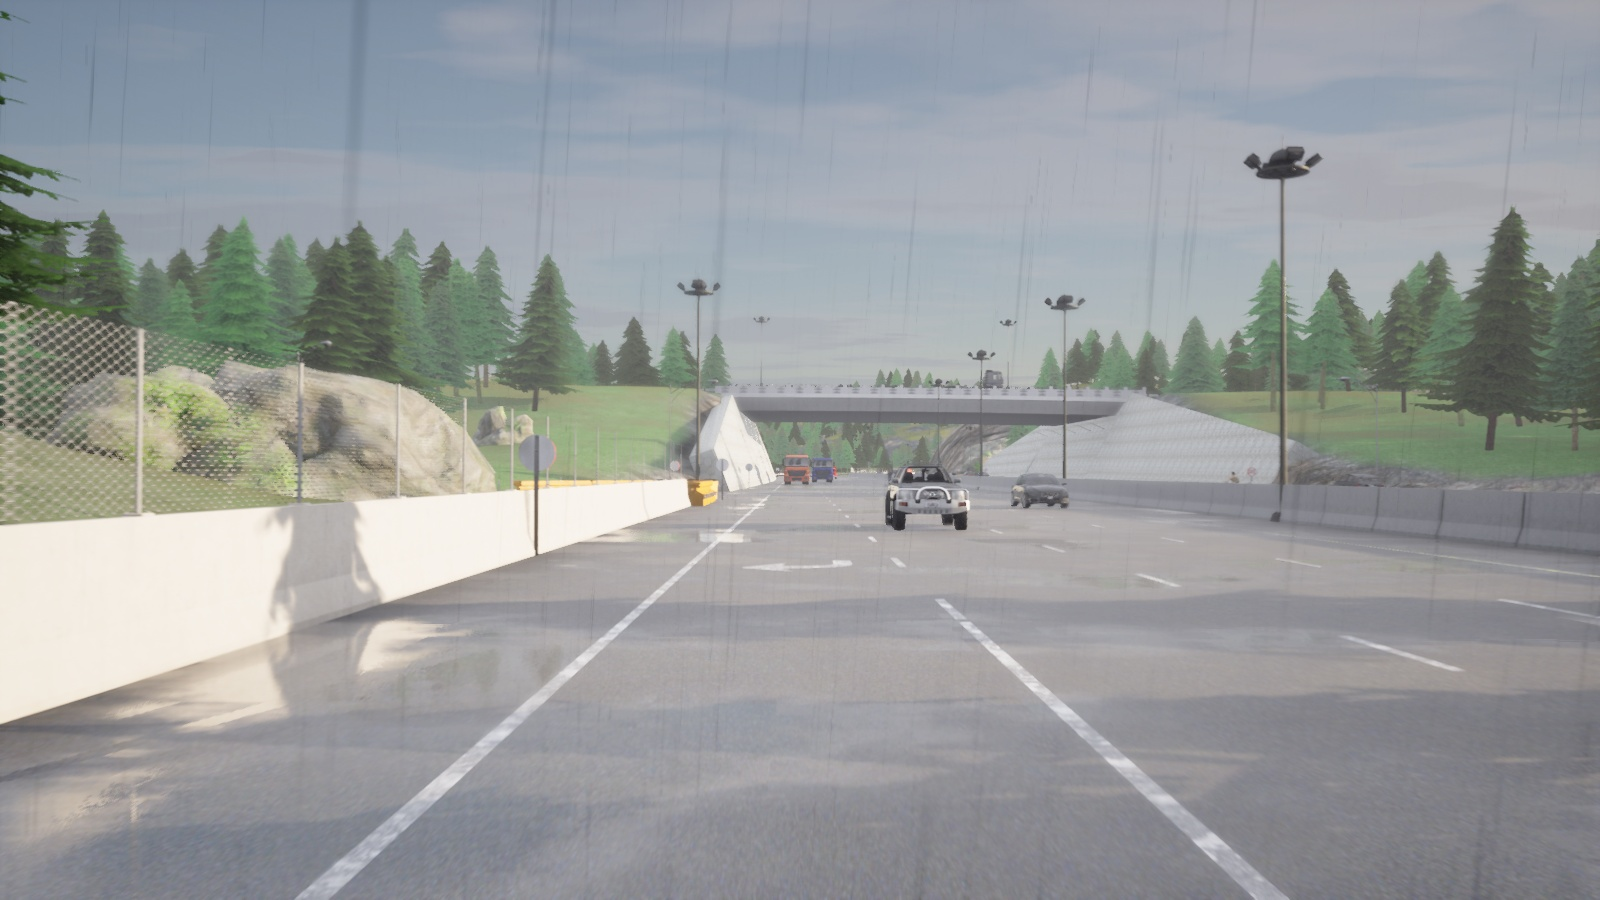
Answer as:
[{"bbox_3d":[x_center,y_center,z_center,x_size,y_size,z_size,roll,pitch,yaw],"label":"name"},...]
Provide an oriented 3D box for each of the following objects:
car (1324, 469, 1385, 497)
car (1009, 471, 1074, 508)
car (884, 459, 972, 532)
[{"bbox_3d":[31.328,1.857,71.035,1.789,1.549,3.705,0,-1,0],"label":"car"},{"bbox_3d":[10.369,1.686,54.262,1.837,1.490,4.892,0,-1,0],"label":"car"},{"bbox_3d":[3.416,1.191,34.285,1.932,1.855,4.605,0,-1,0],"label":"car"}]
